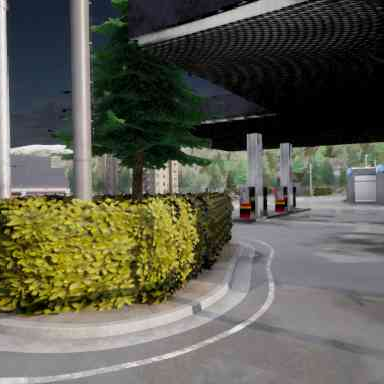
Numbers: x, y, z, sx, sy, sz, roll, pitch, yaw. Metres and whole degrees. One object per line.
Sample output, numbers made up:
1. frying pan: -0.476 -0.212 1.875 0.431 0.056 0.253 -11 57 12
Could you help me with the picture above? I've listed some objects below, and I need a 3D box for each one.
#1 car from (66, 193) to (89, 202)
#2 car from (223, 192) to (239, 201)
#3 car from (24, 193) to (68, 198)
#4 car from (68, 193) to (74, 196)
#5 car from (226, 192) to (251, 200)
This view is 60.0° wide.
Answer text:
1. car: -22.897 1.103 66.486 4.605 1.855 1.932 -1 1 35
2. car: 7.434 0.850 63.913 5.027 1.636 2.152 -1 1 35
3. car: -14.773 1.183 33.589 3.866 1.878 1.905 -1 1 35
4. car: -24.243 1.124 63.877 3.866 1.878 1.905 -1 1 35
5. car: 9.206 0.812 66.502 4.514 1.523 2.007 -1 1 35
